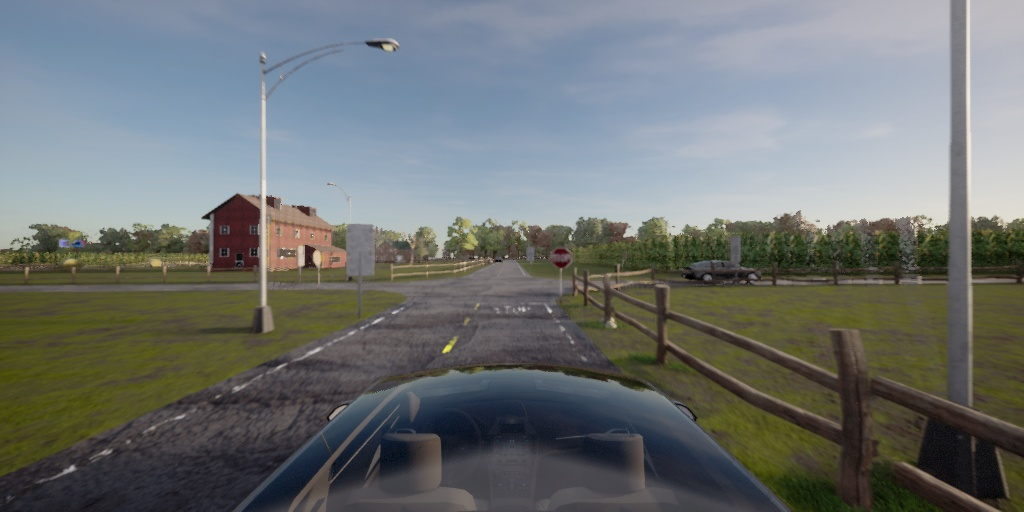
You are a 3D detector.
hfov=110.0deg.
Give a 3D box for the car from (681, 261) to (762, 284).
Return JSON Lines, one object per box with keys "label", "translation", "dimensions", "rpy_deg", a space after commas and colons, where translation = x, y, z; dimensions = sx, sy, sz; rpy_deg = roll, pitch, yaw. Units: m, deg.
{"label": "car", "translation": [13.887, 1.076, 23.886], "dimensions": [4.892, 1.490, 1.837], "rpy_deg": [-1, -1, 0]}
